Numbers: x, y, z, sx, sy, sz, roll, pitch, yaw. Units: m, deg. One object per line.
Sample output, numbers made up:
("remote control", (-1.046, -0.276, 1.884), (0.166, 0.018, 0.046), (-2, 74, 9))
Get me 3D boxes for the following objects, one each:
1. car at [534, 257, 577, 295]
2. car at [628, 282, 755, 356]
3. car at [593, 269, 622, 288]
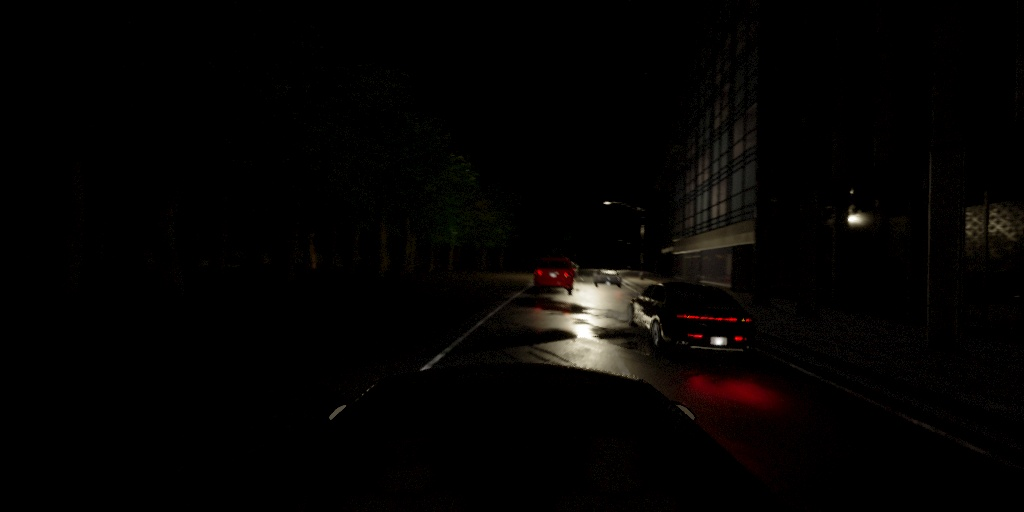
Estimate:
("car", (2.601, 1.101, 21.436), (2.150, 2.045, 5.566), (2, 0, 10))
("car", (4.351, 1.430, 9.399), (1.837, 1.490, 4.892), (2, 0, 7))
("car", (7.235, 1.653, 27.526), (1.895, 1.301, 4.718), (2, 0, 11))
